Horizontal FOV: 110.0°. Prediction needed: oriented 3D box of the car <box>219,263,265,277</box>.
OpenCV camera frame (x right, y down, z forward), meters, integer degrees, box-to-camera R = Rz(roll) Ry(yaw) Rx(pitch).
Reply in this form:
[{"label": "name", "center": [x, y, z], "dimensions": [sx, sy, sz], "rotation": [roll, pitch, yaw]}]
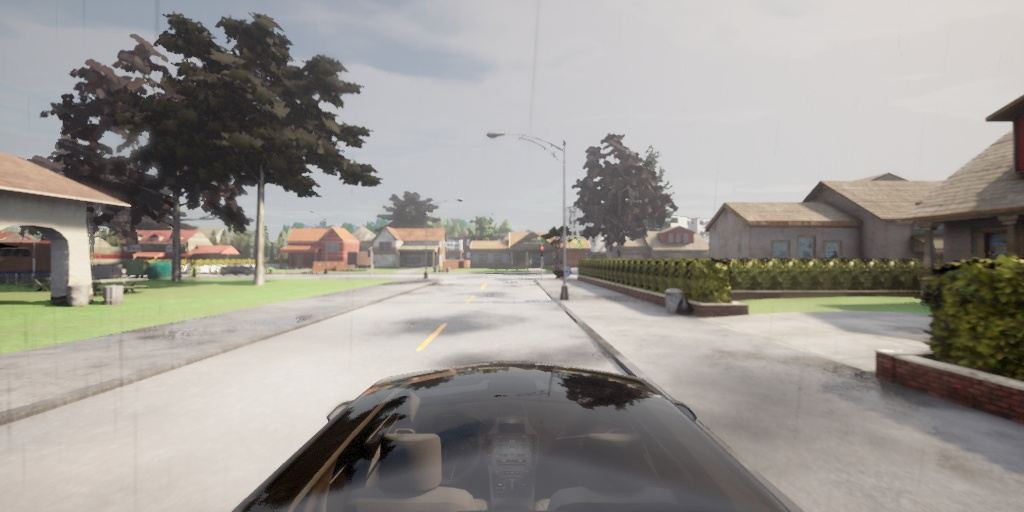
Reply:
[{"label": "car", "center": [-30.170, 1.502, 40.135], "dimensions": [4.181, 1.385, 1.994], "rotation": [0, -1, 0]}]
